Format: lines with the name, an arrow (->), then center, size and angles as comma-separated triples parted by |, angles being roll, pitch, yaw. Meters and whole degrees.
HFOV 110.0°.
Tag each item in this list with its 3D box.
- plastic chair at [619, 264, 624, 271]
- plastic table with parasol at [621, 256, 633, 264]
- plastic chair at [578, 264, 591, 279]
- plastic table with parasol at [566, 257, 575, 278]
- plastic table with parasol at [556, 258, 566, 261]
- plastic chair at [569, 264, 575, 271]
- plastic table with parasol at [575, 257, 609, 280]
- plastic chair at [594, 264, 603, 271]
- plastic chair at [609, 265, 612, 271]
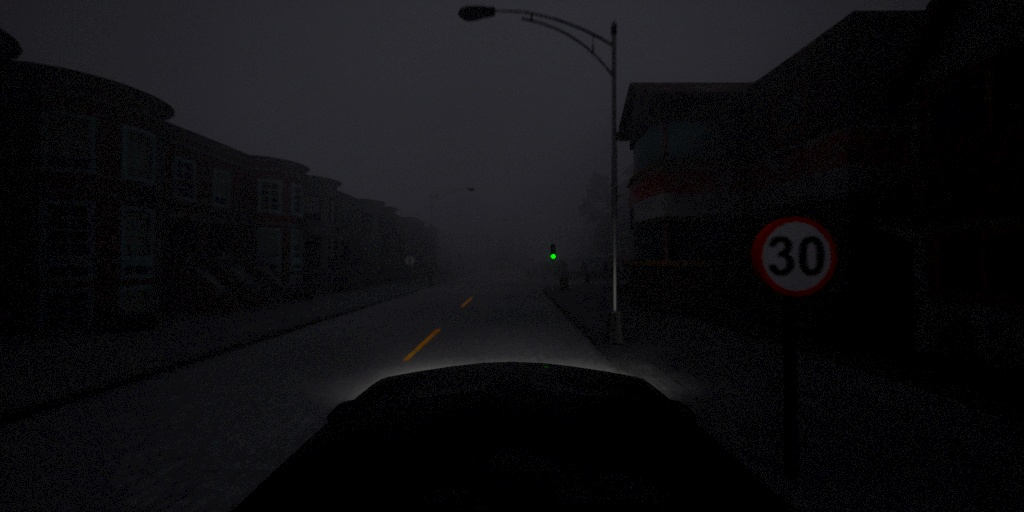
plastic chair -> 14.258, 1.925, 45.396 | 0.730, 1.272, 0.750 | 0, 0, -40
plastic table with parasol -> 15.289, 1.319, 46.141 | 2.482, 2.480, 2.482 | 0, 0, -40
plastic chair -> 9.028, 1.929, 44.394 | 0.730, 1.272, 0.750 | 0, 0, -40
plastic table with parasol -> 9.617, 1.363, 49.628 | 2.482, 2.480, 2.482 | 0, 0, -40
plastic table with parasol -> 10.006, 1.488, 63.717 | 2.482, 2.480, 2.482 | 0, 0, -38
plastic chair -> 8.587, 1.953, 48.884 | 0.730, 1.272, 0.750 | 0, 0, -40
plastic table with parasol -> 10.059, 1.336, 45.138 | 2.482, 2.480, 2.482 | 0, 0, -40
plastic chair -> 10.961, 1.926, 44.166 | 0.750, 1.272, 0.730 | 0, 0, -35
plastic chair -> 16.639, 2.109, 63.287 | 0.750, 1.272, 0.730 | 0, 0, -38
